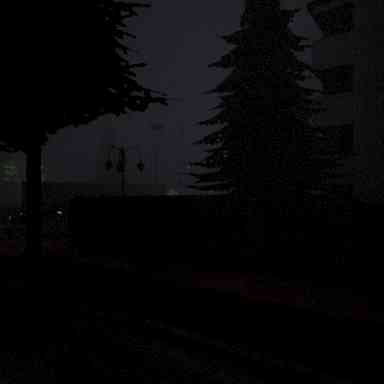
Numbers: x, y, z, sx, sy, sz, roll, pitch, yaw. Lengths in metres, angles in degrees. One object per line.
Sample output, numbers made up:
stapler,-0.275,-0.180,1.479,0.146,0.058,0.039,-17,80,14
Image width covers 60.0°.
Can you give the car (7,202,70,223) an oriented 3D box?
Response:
car,-10.987,1.497,24.678,2.128,1.511,4.902,0,0,36
